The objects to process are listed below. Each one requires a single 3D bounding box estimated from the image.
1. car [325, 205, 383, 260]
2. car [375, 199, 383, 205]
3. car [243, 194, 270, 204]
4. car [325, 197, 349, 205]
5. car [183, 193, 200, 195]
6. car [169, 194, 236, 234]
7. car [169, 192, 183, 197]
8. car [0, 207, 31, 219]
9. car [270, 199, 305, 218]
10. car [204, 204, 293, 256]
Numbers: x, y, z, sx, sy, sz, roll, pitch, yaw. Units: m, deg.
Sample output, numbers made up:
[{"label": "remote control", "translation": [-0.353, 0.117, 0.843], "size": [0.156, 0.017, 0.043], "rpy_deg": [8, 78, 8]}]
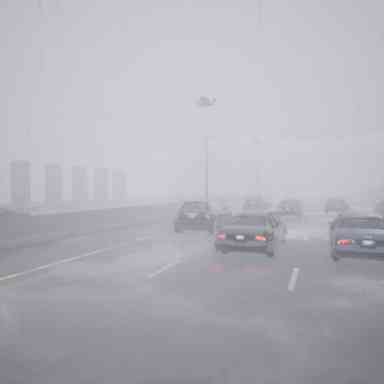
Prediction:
[{"label": "car", "translation": [5.685, 1.386, 11.317], "size": [2.033, 1.411, 5.357], "rpy_deg": [0, 1, 22]}, {"label": "car", "translation": [14.349, 1.181, 23.763], "size": [2.033, 1.411, 5.357], "rpy_deg": [0, 1, 22]}, {"label": "car", "translation": [6.288, 1.002, 31.919], "size": [2.097, 1.767, 4.553], "rpy_deg": [0, 1, 22]}, {"label": "car", "translation": [13.132, 1.154, 30.190], "size": [1.994, 1.385, 4.181], "rpy_deg": [0, 1, 21]}, {"label": "car", "translation": [0.504, 0.898, 66.721], "size": [1.837, 1.490, 4.892], "rpy_deg": [0, 1, 21]}, {"label": "car", "translation": [0.774, 1.186, 17.910], "size": [2.097, 1.767, 4.553], "rpy_deg": [0, 1, 22]}, {"label": "car", "translation": [-2.925, 0.792, 67.525], "size": [2.097, 1.767, 4.553], "rpy_deg": [0, 0, 20]}, {"label": "car", "translation": [-11.082, 1.515, 17.608], "size": [2.033, 1.411, 5.357], "rpy_deg": [0, 1, 20]}, {"label": "car", "translation": [7.840, 1.230, 26.338], "size": [2.033, 1.411, 5.357], "rpy_deg": [0, 1, 22]}, {"label": "car", "translation": [2.404, 1.411, 12.536], "size": [2.033, 1.411, 5.357], "rpy_deg": [0, 1, 22]}]
